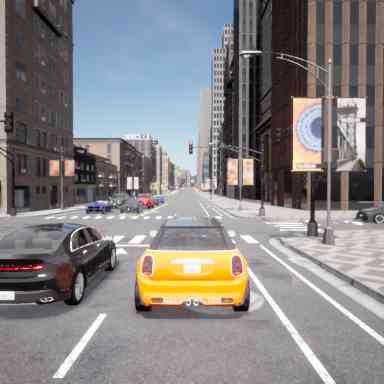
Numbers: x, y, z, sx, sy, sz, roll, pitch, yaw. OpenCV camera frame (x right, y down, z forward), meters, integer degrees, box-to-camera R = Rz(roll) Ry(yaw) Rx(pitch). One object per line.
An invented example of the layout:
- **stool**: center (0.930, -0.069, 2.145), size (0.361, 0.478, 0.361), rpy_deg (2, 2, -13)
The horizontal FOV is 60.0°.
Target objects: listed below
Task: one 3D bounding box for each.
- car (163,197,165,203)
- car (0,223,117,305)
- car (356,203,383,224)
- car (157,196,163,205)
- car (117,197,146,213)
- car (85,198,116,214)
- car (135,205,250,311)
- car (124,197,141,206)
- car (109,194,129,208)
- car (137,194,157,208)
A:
- **car**: center (-6.530, 1.508, 66.054), size (1.882, 1.535, 5.008), rpy_deg (0, 0, 1)
- **car**: center (-3.153, 1.504, 8.042), size (1.837, 1.490, 4.892), rpy_deg (0, 0, 0)
- **car**: center (13.987, 1.470, 23.566), size (4.181, 1.385, 1.994), rpy_deg (0, 1, 0)
- **car**: center (-6.583, 1.592, 55.980), size (1.994, 1.385, 4.181), rpy_deg (0, 0, 0)
- **car**: center (-6.600, 1.580, 36.730), size (1.994, 1.385, 4.181), rpy_deg (0, 0, 0)
- **car**: center (-9.849, 1.616, 35.571), size (1.895, 1.301, 4.718), rpy_deg (0, 0, 0)
- **car**: center (0.011, 1.351, 7.897), size (2.097, 1.767, 4.553), rpy_deg (0, 0, 0)
- **car**: center (-9.817, 1.592, 55.288), size (1.994, 1.385, 4.181), rpy_deg (0, 0, 2)
- **car**: center (-9.842, 1.244, 45.330), size (2.150, 2.045, 5.566), rpy_deg (0, 0, 1)
- **car**: center (-6.598, 1.245, 46.007), size (2.150, 2.045, 5.566), rpy_deg (0, 0, 1)
